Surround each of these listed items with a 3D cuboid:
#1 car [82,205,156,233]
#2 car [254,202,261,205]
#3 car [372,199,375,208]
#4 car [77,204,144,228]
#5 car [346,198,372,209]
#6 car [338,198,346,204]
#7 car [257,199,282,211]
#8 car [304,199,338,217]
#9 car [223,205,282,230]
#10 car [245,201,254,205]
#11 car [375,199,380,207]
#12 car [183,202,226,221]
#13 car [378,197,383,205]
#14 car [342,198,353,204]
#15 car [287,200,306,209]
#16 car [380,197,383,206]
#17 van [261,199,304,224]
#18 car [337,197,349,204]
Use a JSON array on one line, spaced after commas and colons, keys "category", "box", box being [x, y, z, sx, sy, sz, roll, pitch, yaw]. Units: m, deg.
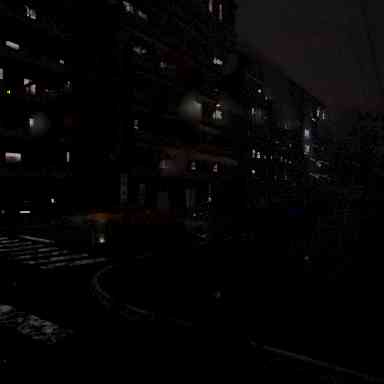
[{"category": "car", "box": [-4.412, 1.585, 21.106, 1.882, 1.535, 5.008, 1, 0, 37]}, {"category": "car", "box": [9.776, 1.782, 40.289, 1.882, 1.535, 5.008, 1, 1, 37]}, {"category": "car", "box": [30.609, 2.202, 58.806, 1.802, 1.307, 4.206, 1, 0, 36]}, {"category": "car", "box": [-5.699, 1.626, 23.719, 2.008, 1.369, 4.403, 1, 0, 36]}, {"category": "car", "box": [27.326, 1.891, 54.355, 2.192, 1.841, 5.009, 1, 0, 36]}, {"category": "car", "box": [33.729, 2.176, 77.145, 1.947, 1.339, 4.313, 1, 0, 36]}, {"category": "car", "box": [10.730, 1.743, 45.980, 1.967, 1.590, 4.097, 1, 0, 36]}, {"category": "car", "box": [14.182, 1.837, 36.546, 1.967, 1.590, 4.097, 1, 0, 36]}, {"category": "car", "box": [4.324, 1.827, 23.189, 1.947, 1.339, 4.313, 1, 0, 36]}, {"category": "car", "box": [7.443, 1.840, 41.528, 1.802, 1.307, 4.206, 1, 0, 36]}, {"category": "car", "box": [33.896, 2.103, 63.259, 1.967, 1.590, 4.097, 1, 0, 36]}, {"category": "car", "box": [1.647, 1.698, 29.306, 1.837, 1.490, 4.892, 1, 0, 36]}, {"category": "car", "box": [47.041, 2.150, 81.068, 2.192, 1.841, 5.009, 1, 0, 36]}, {"category": "car", "box": [40.199, 2.220, 85.913, 1.752, 1.417, 4.829, 1, 0, 36]}, {"category": "car", "box": [17.300, 1.974, 54.885, 1.802, 1.307, 4.206, 1, 0, 36]}, {"category": "car", "box": [37.180, 2.251, 67.710, 1.887, 1.381, 4.507, 1, 0, 36]}, {"category": "van", "box": [7.612, 1.647, 27.641, 1.690, 1.788, 3.998, 1, 0, 36]}, {"category": "car", "box": [37.016, 2.093, 81.598, 1.967, 1.590, 4.097, 1, 0, 36]}]
